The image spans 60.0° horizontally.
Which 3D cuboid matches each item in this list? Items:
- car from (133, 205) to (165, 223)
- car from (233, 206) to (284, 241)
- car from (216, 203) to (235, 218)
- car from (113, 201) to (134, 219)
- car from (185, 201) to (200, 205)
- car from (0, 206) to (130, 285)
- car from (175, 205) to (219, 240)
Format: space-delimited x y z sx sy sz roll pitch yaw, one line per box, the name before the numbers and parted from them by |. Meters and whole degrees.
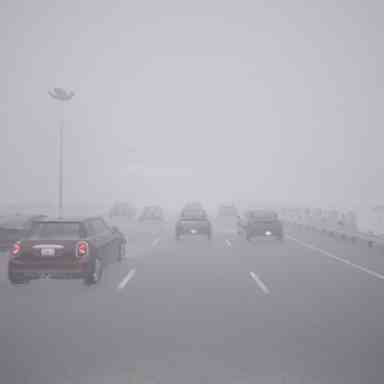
car | -3.431 1.875 29.035 2.033 1.411 5.357 0 -1 0
car | 3.582 1.706 18.044 1.837 1.490 4.892 0 -1 0
car | 3.563 1.884 34.326 2.128 1.511 4.902 0 -1 0
car | -6.936 1.746 34.078 2.097 1.767 4.553 0 -1 0
car | 0.063 1.743 34.086 2.097 1.767 4.553 0 -1 0
car | -3.414 1.467 10.010 2.097 1.767 4.553 0 -1 0
car | 0.081 1.698 18.330 2.128 1.511 4.902 0 -1 0
